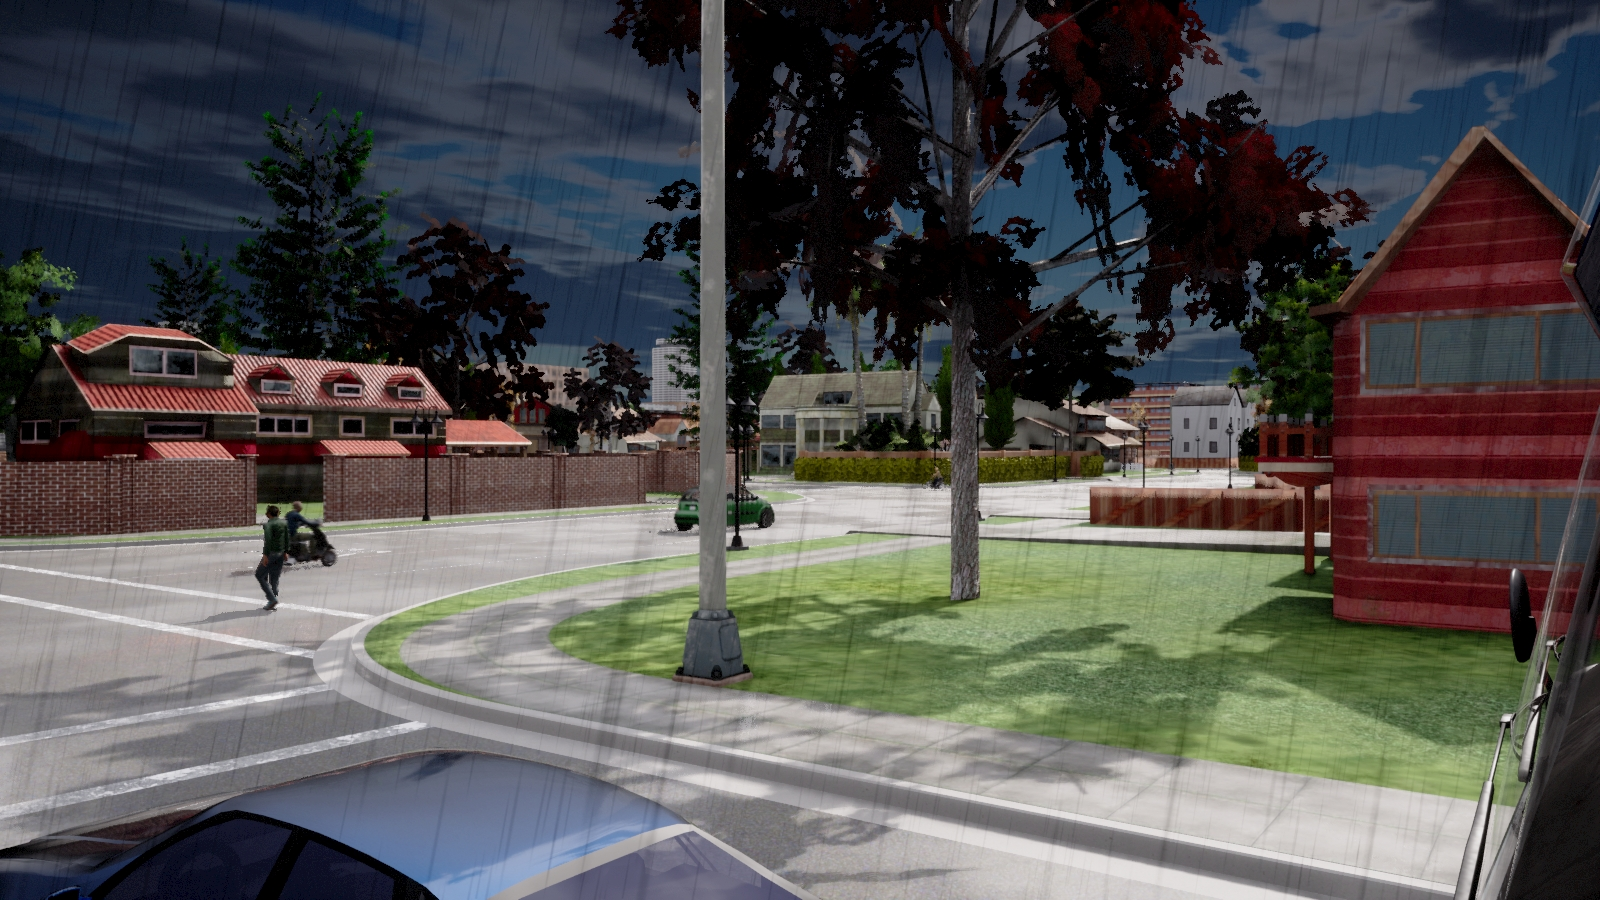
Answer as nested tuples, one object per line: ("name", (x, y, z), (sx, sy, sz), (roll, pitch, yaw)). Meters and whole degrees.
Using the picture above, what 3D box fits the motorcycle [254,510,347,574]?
("motorcycle", (-11.706, 2.140, 26.808), (0.856, 1.341, 1.805), (-1, 0, 36))

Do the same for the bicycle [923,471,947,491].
("bicycle", (8.904, 2.060, 75.196), (1.487, 1.301, 0.859), (0, -1, 13))

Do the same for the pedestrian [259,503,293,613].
("pedestrian", (-9.041, 1.848, 19.723), (0.375, 1.860, 0.375), (0, 0, 21))

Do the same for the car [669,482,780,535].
("car", (-2.587, 1.999, 40.122), (1.851, 1.617, 3.988), (0, 0, 34))

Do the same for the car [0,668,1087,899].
("car", (-1.713, 2.106, 4.943), (5.357, 1.411, 2.033), (0, 0, 36))

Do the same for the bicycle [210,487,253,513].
("bicycle", (-25.661, 2.256, 51.574), (0.859, 1.080, 1.487), (0, 0, 34))
